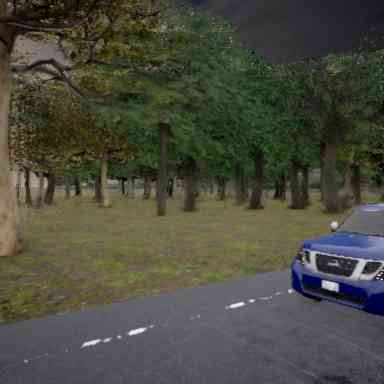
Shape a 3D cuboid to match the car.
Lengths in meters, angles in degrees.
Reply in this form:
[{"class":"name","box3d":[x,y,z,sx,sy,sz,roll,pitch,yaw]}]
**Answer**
[{"class":"car","box3d":[4.607,1.258,7.279,5.566,2.045,2.150,0,0,-36]}]
